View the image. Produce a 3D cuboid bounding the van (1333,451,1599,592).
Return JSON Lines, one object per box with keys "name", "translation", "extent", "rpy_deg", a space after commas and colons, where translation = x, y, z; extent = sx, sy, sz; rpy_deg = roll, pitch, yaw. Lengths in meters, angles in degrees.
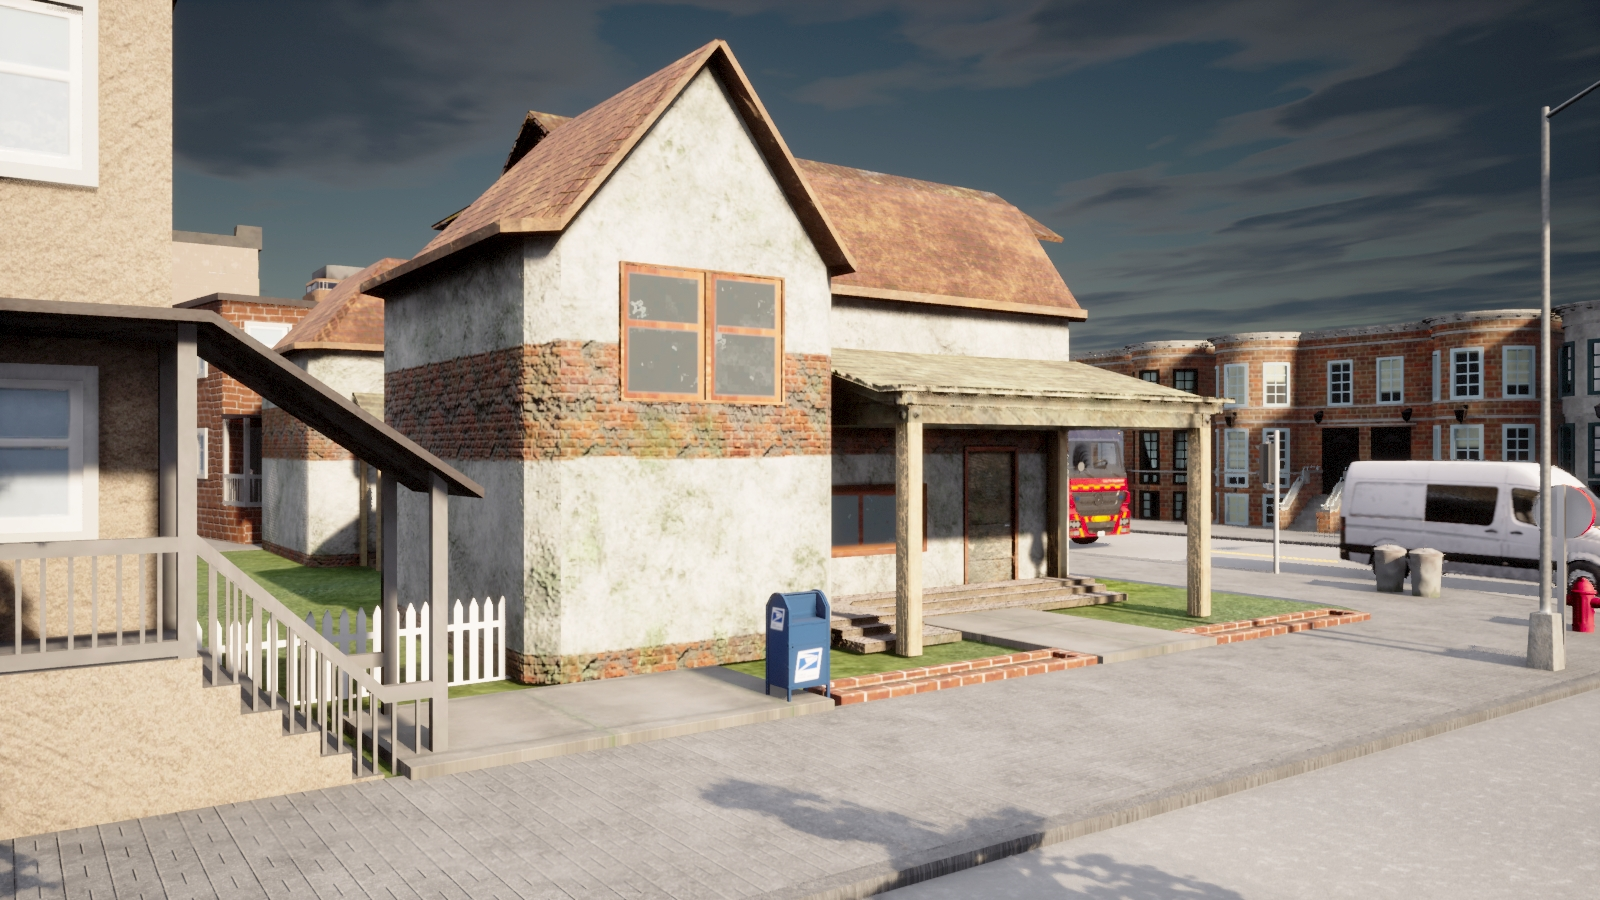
{"name": "van", "translation": [14.214, 1.304, 23.254], "extent": [1.988, 2.561, 5.915], "rpy_deg": [0, 0, -33]}
